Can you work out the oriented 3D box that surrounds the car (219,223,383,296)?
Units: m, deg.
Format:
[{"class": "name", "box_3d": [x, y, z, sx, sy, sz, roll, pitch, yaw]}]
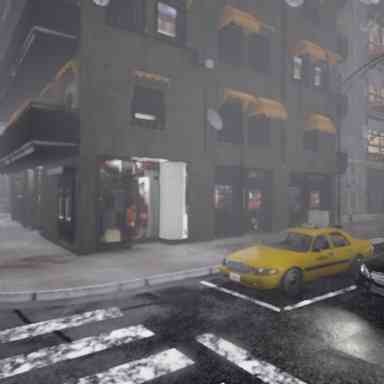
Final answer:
[{"class": "car", "box_3d": [2.895, 1.519, 8.615, 4.829, 1.417, 1.752, 0, 1, -35]}]

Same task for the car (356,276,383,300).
[{"class": "car", "box_3d": [5.492, 1.518, 7.285, 4.674, 1.442, 1.812, 0, 0, -36]}]
